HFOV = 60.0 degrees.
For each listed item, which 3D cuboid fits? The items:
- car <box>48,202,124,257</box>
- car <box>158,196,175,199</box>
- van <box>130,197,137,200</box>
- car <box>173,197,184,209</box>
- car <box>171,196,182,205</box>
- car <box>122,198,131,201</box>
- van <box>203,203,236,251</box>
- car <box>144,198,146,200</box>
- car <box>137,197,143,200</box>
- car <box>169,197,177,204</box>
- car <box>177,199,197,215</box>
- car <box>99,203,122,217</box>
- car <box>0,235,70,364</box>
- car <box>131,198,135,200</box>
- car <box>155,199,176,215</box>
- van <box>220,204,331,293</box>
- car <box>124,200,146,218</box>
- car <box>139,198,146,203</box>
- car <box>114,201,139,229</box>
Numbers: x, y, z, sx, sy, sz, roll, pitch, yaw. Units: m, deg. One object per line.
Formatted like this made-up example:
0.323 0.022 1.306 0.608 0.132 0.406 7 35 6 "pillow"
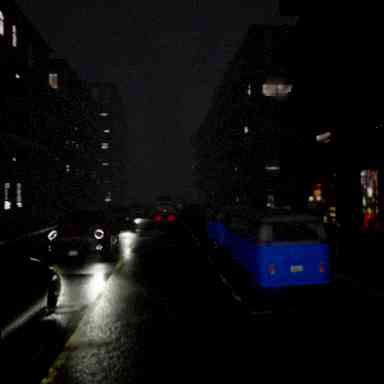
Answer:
-4.196 1.492 13.437 2.097 1.767 4.553 -1 0 -5 "car"
-4.021 1.579 48.247 2.150 2.045 5.566 -1 0 -5 "car"
-10.196 1.807 52.698 1.690 1.788 3.998 -1 0 -5 "van"
-1.403 1.844 47.982 1.752 1.417 4.829 -2 0 -5 "car"
-3.338 1.799 70.137 2.192 1.841 5.009 -2 0 -5 "car"
-9.222 1.823 41.536 1.967 1.590 4.097 -1 0 -5 "car"
1.524 1.411 14.329 1.690 1.788 3.998 -2 0 -5 "van"
-13.140 2.299 86.178 1.802 1.307 4.206 -1 0 -5 "car"
-11.192 1.864 63.858 2.192 1.841 5.009 -1 0 -5 "car"
-4.592 2.047 80.903 1.882 1.535 5.008 -1 0 -5 "car"
-0.414 1.817 36.651 1.802 1.307 4.206 -2 0 -5 "car"
-8.732 1.923 35.955 1.802 1.307 4.206 -1 0 -5 "car"
-3.438 1.641 4.849 1.994 1.385 4.181 -1 0 -5 "car"
-9.705 1.975 47.116 2.008 1.369 4.403 -1 0 -5 "car"
-3.100 1.804 37.801 1.812 1.442 4.674 -1 0 -5 "car"
2.010 1.370 8.747 1.690 1.788 3.998 -2 0 -5 "van"
-5.929 1.839 33.916 2.033 1.411 5.357 -1 0 -4 "car"
-13.626 2.341 91.759 1.802 1.307 4.206 -1 0 -5 "car"
-5.062 1.692 23.428 1.882 1.535 5.008 -1 0 -5 "car"
